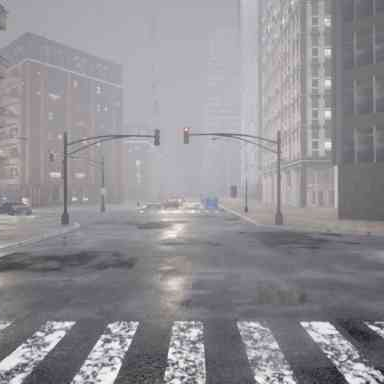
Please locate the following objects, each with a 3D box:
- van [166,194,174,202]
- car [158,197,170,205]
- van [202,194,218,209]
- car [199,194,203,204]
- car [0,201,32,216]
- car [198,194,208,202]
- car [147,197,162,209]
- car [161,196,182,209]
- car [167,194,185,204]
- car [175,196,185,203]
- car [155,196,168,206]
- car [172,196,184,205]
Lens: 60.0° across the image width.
[{"bbox_3d":[-5.140,1.472,79.224,1.690,1.788,3.998,0,0,0],"label":"van"},{"bbox_3d":[-5.177,1.649,62.568,1.947,1.339,4.313,0,0,0],"label":"car"},{"bbox_3d":[2.668,1.385,45.893,1.690,1.788,3.998,0,0,0],"label":"van"},{"bbox_3d":[2.715,1.643,68.102,1.887,1.381,4.507,0,0,0],"label":"car"},{"bbox_3d":[-18.229,1.685,34.163,4.674,1.442,1.812,-1,-1,41],"label":"car"},{"bbox_3d":[2.750,1.465,84.761,2.192,1.841,5.009,0,0,0],"label":"car"},{"bbox_3d":[-5.213,1.569,45.740,1.752,1.417,4.829,0,0,0],"label":"car"},{"bbox_3d":[-2.731,1.643,45.039,1.895,1.301,4.718,0,0,0],"label":"car"},{"bbox_3d":[-2.706,1.414,54.165,2.097,1.767,4.553,0,0,0],"label":"car"},{"bbox_3d":[-2.590,1.667,73.887,1.994,1.385,4.181,0,0,0],"label":"car"},{"bbox_3d":[-5.188,1.509,57.016,1.967,1.590,4.097,0,0,0],"label":"car"},{"bbox_3d":[-2.658,1.578,64.005,2.128,1.511,4.902,0,0,1],"label":"car"}]
